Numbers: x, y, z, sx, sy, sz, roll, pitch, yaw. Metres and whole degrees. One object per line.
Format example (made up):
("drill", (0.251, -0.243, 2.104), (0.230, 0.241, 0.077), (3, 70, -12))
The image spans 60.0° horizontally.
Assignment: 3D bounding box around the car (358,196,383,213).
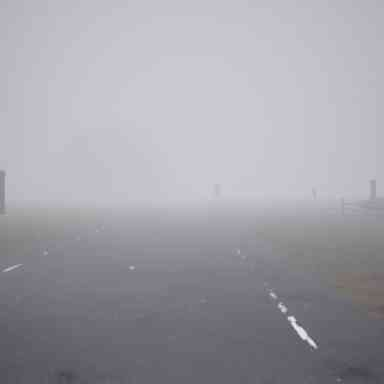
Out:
("car", (18.253, 1.161, 31.216), (4.902, 1.511, 2.128), (0, -1, 0))
